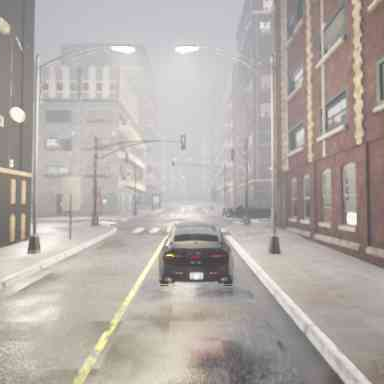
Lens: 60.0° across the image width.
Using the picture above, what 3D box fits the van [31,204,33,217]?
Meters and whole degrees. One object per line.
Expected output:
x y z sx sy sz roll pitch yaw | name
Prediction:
-18.383 2.020 34.159 3.998 1.788 1.690 -1 -2 -1 | van

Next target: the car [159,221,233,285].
0.099 1.622 9.817 1.837 1.490 4.892 0 0 0 | car

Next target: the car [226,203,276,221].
5.288 1.717 28.369 4.902 1.511 2.128 0 -3 -22 | car
